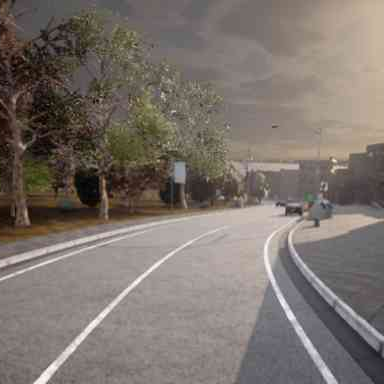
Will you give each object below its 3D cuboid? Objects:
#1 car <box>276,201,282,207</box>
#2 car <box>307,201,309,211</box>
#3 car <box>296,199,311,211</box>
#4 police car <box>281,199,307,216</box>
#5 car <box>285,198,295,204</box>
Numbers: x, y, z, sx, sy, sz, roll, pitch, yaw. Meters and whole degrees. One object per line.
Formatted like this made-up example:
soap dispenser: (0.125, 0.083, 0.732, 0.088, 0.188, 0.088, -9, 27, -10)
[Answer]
car: (18.165, 2.432, 67.981, 1.895, 1.301, 4.718, 2, 0, 18)
car: (16.593, 2.227, 50.688, 1.801, 1.575, 5.366, 2, 0, 22)
car: (18.799, 2.204, 56.088, 2.097, 1.767, 4.553, 2, 0, 22)
police car: (12.759, 2.049, 41.317, 1.930, 1.638, 5.238, 2, 0, 22)
car: (26.792, 2.543, 90.847, 1.837, 1.490, 4.892, 1, 0, 6)
